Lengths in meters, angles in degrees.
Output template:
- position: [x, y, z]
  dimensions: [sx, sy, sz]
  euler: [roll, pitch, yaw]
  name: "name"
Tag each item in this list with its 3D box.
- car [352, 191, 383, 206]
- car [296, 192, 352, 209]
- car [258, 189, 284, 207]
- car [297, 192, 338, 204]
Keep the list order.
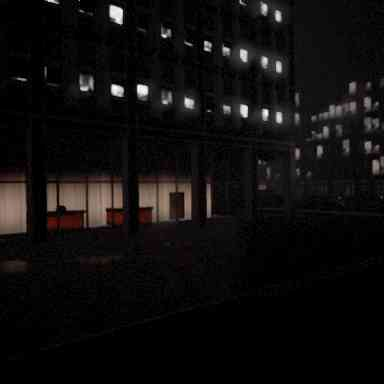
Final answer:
- position: [18.845, 0.660, 36.611]
  dimensions: [1.967, 1.590, 4.097]
  euler: [-1, 1, -36]
  name: "car"
- position: [11.997, 0.880, 31.344]
  dimensions: [1.752, 1.417, 4.829]
  euler: [-1, 1, -36]
  name: "car"
- position: [8.545, 0.637, 36.064]
  dimensions: [2.192, 1.841, 5.009]
  euler: [-1, 1, -36]
  name: "car"
- position: [15.447, 0.740, 41.161]
  dimensions: [2.008, 1.369, 4.403]
  euler: [-1, 1, -36]
  name: "car"
